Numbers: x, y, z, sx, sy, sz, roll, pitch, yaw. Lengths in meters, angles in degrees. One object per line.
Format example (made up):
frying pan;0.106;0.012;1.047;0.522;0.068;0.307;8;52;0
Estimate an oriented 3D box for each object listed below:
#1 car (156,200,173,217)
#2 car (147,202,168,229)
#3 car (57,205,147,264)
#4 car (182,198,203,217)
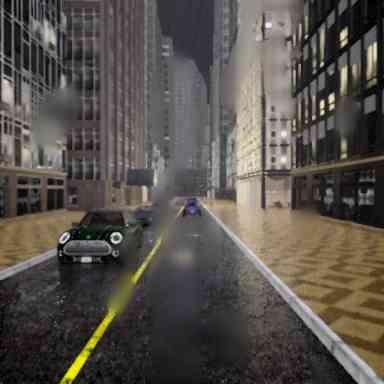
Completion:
car;-2.972;1.555;33.658;1.837;1.490;4.892;0;0;0
car;-3.074;1.638;22.620;2.033;1.411;5.357;0;0;0
car;-3.083;1.399;11.987;2.097;1.767;4.553;0;0;0
car;0.033;1.662;33.302;1.812;1.442;4.674;0;0;0
